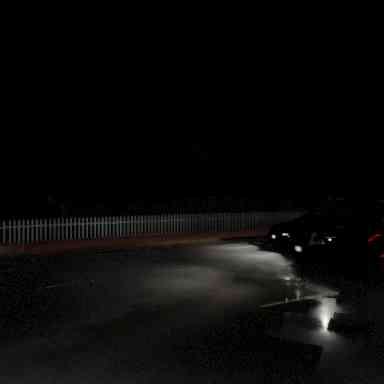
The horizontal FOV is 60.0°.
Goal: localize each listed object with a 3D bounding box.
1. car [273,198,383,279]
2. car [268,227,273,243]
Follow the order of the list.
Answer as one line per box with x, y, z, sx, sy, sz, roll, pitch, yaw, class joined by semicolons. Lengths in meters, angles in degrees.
5.564;1.221;10.139;5.566;2.045;2.150;0;0;-19;car
5.508;1.505;13.673;4.892;1.490;1.837;0;-1;-17;car
